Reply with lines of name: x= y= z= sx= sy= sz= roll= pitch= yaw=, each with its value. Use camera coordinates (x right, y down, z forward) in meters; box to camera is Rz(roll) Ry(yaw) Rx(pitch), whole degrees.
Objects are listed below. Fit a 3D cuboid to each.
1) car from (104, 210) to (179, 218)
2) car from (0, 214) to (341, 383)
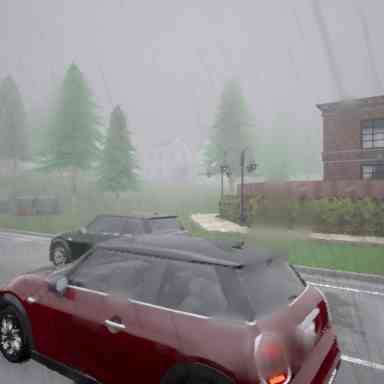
car: x=-2.081 y=1.353 z=9.638 sx=4.553 sy=1.767 sz=2.097 roll=0 pitch=0 yaw=35
car: x=-0.623 y=1.353 z=4.362 sx=4.553 sy=1.767 sz=2.097 roll=0 pitch=0 yaw=35
